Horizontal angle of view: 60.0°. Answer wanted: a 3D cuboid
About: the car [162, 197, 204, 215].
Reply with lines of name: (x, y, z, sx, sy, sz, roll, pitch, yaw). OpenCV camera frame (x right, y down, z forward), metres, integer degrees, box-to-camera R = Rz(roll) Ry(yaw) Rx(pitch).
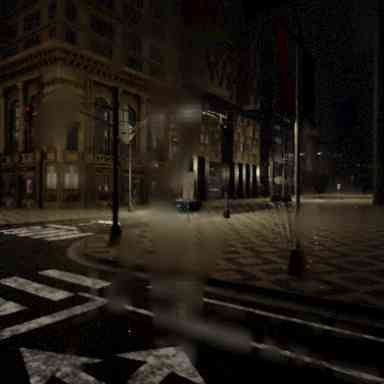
car: (-0.696, 1.162, 29.116, 1.994, 1.385, 4.181, 1, 1, 36)

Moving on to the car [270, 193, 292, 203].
car: (12.825, 0.857, 47.925, 1.994, 1.385, 4.181, 1, 1, 36)
